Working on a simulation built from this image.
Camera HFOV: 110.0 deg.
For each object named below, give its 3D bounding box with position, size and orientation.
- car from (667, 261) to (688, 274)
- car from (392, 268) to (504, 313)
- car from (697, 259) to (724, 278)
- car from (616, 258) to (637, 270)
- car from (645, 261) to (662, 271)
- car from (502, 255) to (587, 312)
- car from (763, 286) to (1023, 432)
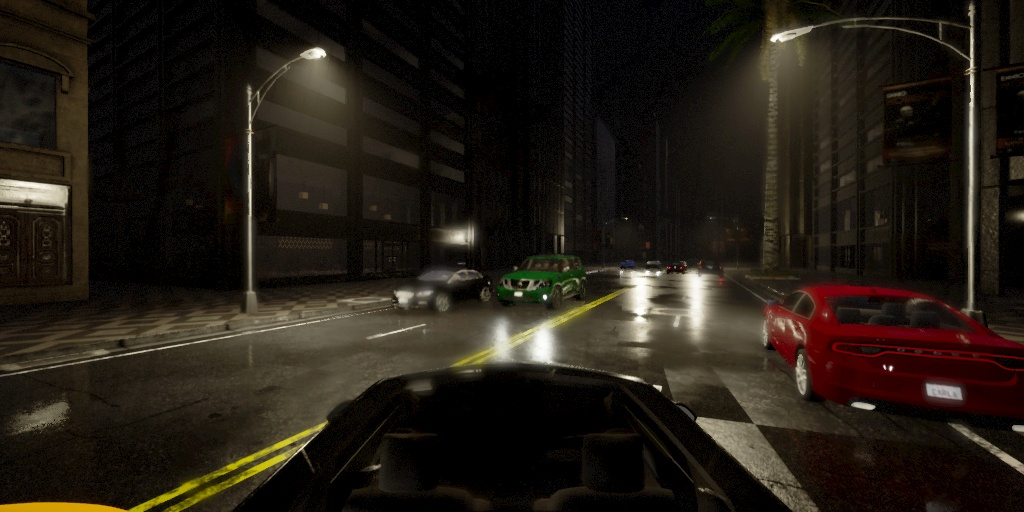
[{"bbox_3d":[18.647,1.315,40.733,2.033,1.411,5.357,0,0,27],"label":"car"},{"bbox_3d":[-2.528,1.242,14.221,2.128,1.511,4.902,0,0,27],"label":"car"},{"bbox_3d":[19.287,1.116,34.911,2.097,1.767,4.553,0,0,27],"label":"car"},{"bbox_3d":[16.863,1.302,51.896,1.812,1.442,4.674,0,0,27],"label":"car"},{"bbox_3d":[20.443,1.379,51.750,1.895,1.301,4.718,0,0,27],"label":"car"},{"bbox_3d":[1.481,0.972,14.907,2.150,2.045,5.566,0,0,27],"label":"car"},{"bbox_3d":[5.513,1.228,5.834,1.882,1.535,5.008,0,0,27],"label":"car"}]
